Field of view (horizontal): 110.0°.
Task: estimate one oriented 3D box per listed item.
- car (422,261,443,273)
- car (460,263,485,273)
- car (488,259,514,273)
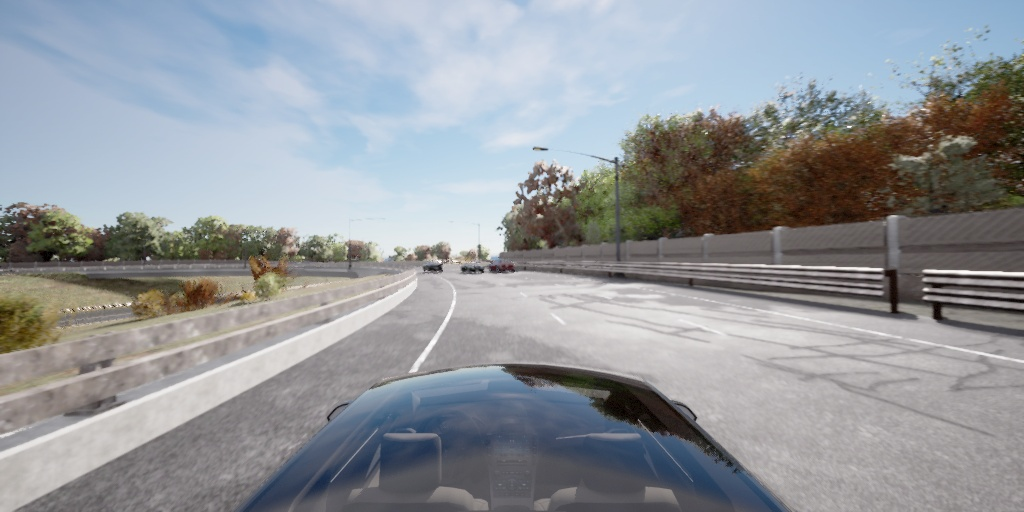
[{"bbox_3d":[-11.137,1.486,50.003,1.882,1.535,5.008,-1,0,-26],"label":"car"},{"bbox_3d":[-5.030,1.485,44.866,1.895,1.301,4.718,-1,0,-24],"label":"car"},{"bbox_3d":[-1.408,1.163,45.310,2.097,1.767,4.553,-1,0,-23],"label":"car"}]
